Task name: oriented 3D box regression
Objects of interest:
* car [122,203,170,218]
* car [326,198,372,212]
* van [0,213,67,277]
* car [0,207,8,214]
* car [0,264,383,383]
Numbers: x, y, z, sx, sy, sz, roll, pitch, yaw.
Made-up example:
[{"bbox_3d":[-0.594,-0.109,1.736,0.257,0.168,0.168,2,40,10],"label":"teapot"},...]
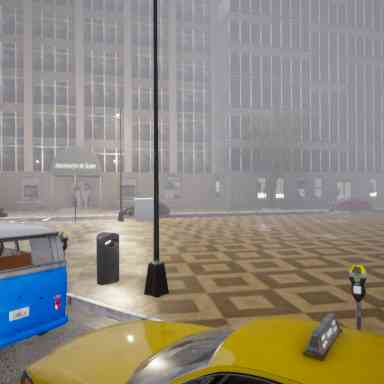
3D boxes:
[{"bbox_3d":[-3.947,1.385,27.827,4.181,1.385,1.994,-1,0,-14],"label":"car"},{"bbox_3d":[15.401,1.243,32.635,4.181,1.385,1.994,0,0,-14],"label":"car"},{"bbox_3d":[-3.745,1.343,5.387,3.998,1.788,1.690,0,0,35],"label":"van"},{"bbox_3d":[-15.912,1.462,23.138,5.357,1.411,2.033,0,0,-40],"label":"car"},{"bbox_3d":[0.627,1.525,2.279,4.829,1.417,1.752,0,0,35],"label":"car"}]
